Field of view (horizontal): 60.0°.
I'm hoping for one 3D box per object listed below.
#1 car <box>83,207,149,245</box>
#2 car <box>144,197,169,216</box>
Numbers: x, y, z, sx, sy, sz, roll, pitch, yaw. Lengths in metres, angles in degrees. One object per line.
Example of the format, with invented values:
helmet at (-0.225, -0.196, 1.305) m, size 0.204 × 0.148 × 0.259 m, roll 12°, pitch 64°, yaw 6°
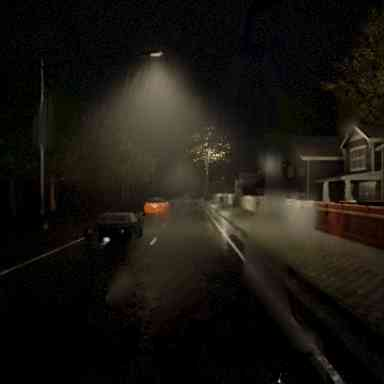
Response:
car at (-3.410, 1.605, 15.512) m, size 1.895 × 1.301 × 4.718 m, roll 0°, pitch 0°, yaw 0°
car at (-3.419, 1.351, 32.523) m, size 2.097 × 1.767 × 4.553 m, roll 0°, pitch 0°, yaw 0°
